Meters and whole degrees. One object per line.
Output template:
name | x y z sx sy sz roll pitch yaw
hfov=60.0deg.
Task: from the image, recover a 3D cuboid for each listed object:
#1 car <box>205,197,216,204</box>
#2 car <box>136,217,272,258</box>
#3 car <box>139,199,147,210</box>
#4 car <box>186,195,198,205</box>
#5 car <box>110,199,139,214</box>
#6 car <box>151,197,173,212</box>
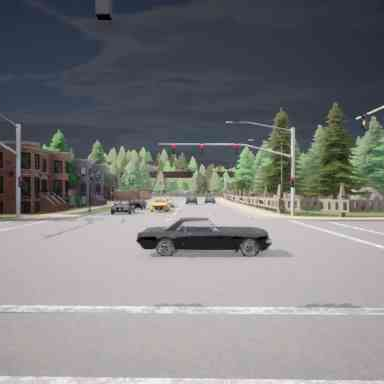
car | 3.531 1.564 65.129 1.994 1.385 4.181 0 0 0
car | 0.456 1.601 12.255 4.718 1.301 1.895 0 0 2
car | -7.133 1.601 43.531 1.895 1.301 4.718 0 0 0
car | -0.064 1.352 60.148 2.097 1.767 4.553 0 0 0
car | -7.135 1.564 34.778 1.994 1.385 4.181 0 0 0
car | -3.635 1.478 38.754 1.882 1.535 5.008 0 0 0
